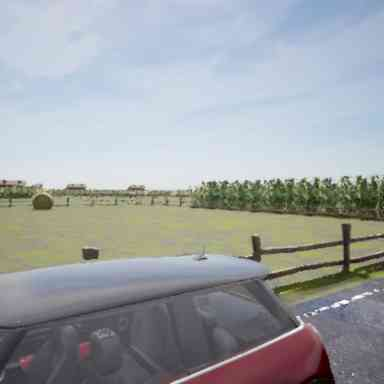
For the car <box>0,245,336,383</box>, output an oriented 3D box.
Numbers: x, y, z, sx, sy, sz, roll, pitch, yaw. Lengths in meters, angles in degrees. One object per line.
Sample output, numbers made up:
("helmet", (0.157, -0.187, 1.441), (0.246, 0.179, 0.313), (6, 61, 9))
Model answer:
("car", (-1.037, 1.370, 2.277), (4.553, 1.767, 2.097), (0, -1, -36))
